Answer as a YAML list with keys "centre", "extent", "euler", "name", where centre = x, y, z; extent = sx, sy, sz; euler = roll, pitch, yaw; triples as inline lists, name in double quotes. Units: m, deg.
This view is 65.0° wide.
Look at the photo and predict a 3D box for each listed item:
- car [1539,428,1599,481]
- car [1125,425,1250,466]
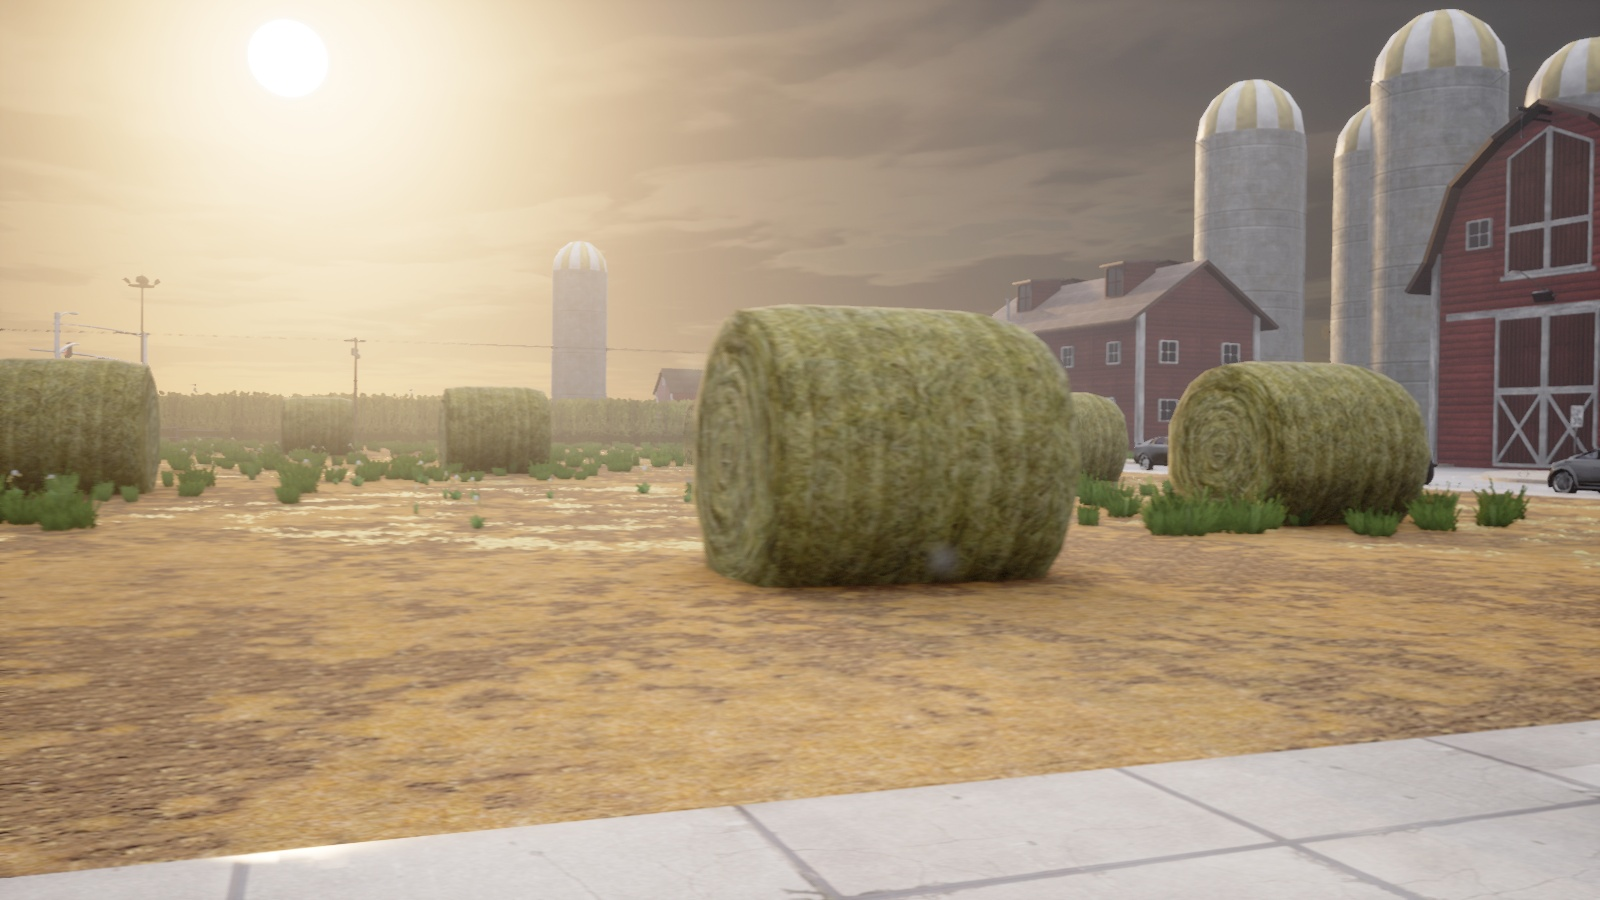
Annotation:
- centre: [22.119, 0.123, 33.127]
  extent: [1.994, 1.385, 4.181]
  euler: [-1, 1, -22]
  name: "car"
- centre: [15.347, -0.204, 50.013]
  extent: [2.128, 1.511, 4.902]
  euler: [-1, 1, -22]
  name: "car"
